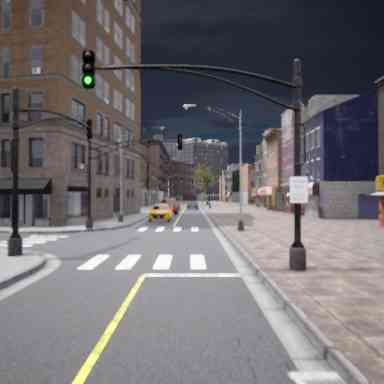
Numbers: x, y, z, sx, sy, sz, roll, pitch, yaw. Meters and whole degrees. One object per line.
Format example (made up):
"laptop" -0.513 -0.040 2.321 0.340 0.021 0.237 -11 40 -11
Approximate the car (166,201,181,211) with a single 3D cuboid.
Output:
"car" -2.842 2.171 52.124 2.128 1.511 4.902 0 -1 0

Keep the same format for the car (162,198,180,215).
"car" -2.853 1.760 41.480 2.150 2.045 5.566 0 -1 0

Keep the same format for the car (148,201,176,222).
"car" -2.850 1.876 30.737 1.882 1.535 5.008 0 -1 0

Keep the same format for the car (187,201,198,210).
"car" 0.093 2.238 57.112 2.128 1.511 4.902 0 -1 0
